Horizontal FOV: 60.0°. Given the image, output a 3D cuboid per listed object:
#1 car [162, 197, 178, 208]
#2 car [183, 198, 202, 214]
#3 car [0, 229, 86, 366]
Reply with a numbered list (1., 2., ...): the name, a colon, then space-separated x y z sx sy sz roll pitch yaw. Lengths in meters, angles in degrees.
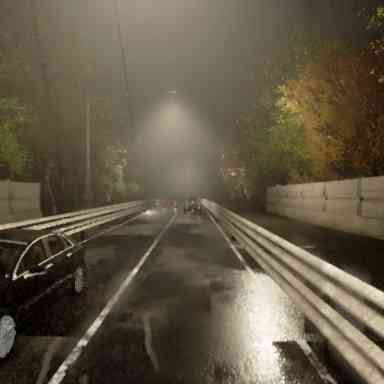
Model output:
1. car: -3.222 1.470 49.568 2.097 1.767 4.553 0 -1 0
2. car: 0.074 1.604 35.311 1.895 1.301 4.718 0 0 0
3. car: -3.340 1.493 5.806 1.837 1.490 4.892 0 0 0
